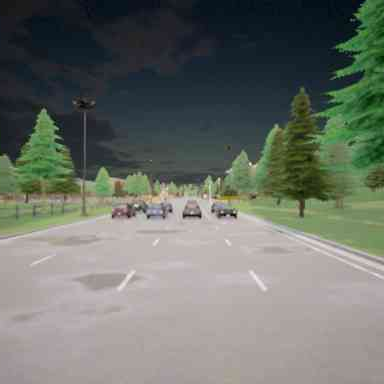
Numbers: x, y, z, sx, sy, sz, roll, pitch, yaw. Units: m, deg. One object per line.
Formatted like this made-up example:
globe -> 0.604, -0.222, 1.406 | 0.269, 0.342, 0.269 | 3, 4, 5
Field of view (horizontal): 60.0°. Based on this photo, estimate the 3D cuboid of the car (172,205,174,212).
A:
car -> -3.492, 2.066, 44.252 | 2.033, 1.411, 5.357 | 0, -1, 0

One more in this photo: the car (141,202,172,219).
car -> -3.494, 1.944, 33.833 | 2.033, 1.411, 5.357 | 0, -1, 0

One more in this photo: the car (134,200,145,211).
car -> -6.992, 1.870, 44.253 | 2.097, 1.767, 4.553 | 0, -1, 0

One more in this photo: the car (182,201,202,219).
car -> 0.006, 1.965, 34.215 | 1.994, 1.385, 4.181 | 0, -1, 0

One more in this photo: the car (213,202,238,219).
car -> 3.506, 2.002, 34.278 | 1.895, 1.301, 4.718 | 0, -1, 0

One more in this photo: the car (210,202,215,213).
car -> 3.508, 2.065, 44.251 | 2.033, 1.411, 5.357 | 0, -1, 0

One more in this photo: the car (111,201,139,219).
car -> -6.994, 1.927, 34.250 | 1.812, 1.442, 4.674 | 0, -1, 0
